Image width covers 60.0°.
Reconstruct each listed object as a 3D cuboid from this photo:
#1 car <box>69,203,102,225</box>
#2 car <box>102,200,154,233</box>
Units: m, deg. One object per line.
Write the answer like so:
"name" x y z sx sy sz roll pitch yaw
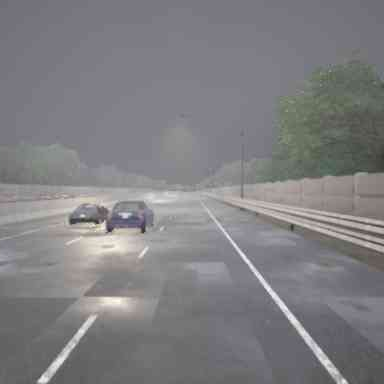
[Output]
"car" -6.905 1.451 22.990 1.994 1.385 4.181 0 0 0
"car" -3.405 1.253 19.128 2.097 1.767 4.553 0 0 0
